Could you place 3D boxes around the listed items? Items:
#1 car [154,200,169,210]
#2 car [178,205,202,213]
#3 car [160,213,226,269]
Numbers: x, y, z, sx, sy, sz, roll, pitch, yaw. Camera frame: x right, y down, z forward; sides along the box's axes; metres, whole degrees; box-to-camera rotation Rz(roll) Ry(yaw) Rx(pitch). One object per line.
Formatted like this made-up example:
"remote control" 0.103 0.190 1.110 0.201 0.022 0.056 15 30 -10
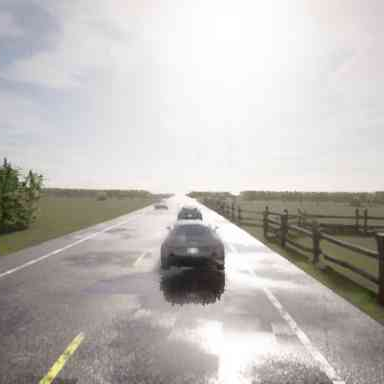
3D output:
"car" -4.285 1.819 47.322 2.033 1.411 5.357 0 0 -1
"car" -0.167 1.729 26.819 1.994 1.385 4.181 0 0 -1
"car" 0.023 1.638 11.419 1.994 1.385 4.181 0 0 0
